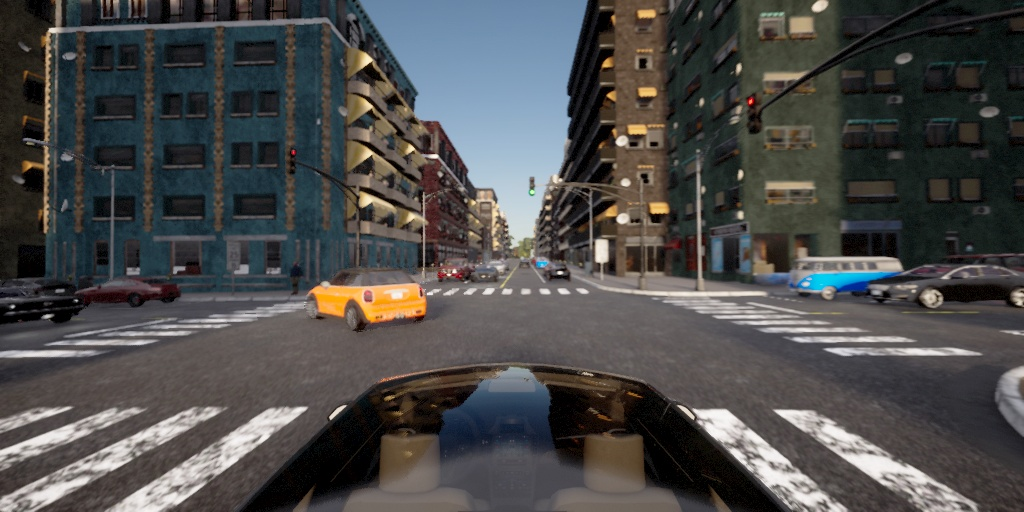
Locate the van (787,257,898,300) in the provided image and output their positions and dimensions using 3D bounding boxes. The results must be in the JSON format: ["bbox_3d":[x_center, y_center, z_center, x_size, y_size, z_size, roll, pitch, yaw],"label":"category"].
[{"bbox_3d":[14.329,0.937,15.542,3.998,1.789,1.690,0,0,2],"label":"van"}]

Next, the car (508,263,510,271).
[{"bbox_3d":[-1.297,1.266,48.704,2.128,1.511,4.902,0,0,2],"label":"car"}]

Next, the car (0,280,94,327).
[{"bbox_3d":[-16.344,1.566,11.045,4.718,1.301,1.895,-1,-1,3],"label":"car"}]

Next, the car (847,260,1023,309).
[{"bbox_3d":[15.663,1.029,12.905,4.902,1.511,2.128,-1,-1,2],"label":"car"}]

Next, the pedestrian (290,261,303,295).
[{"bbox_3d":[-11.849,1.171,19.611,0.375,1.860,0.375,0,0,2],"label":"pedestrian"}]

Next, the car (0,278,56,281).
[{"bbox_3d":[-23.551,1.728,17.140,4.313,1.339,1.948,0,0,2],"label":"car"}]

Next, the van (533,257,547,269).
[{"bbox_3d":[4.691,1.076,56.947,1.690,1.789,3.998,0,0,2],"label":"van"}]

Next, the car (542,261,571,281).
[{"bbox_3d":[3.718,1.298,29.108,1.948,1.339,4.313,0,0,2],"label":"car"}]

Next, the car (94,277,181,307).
[{"bbox_3d":[-18.033,1.660,16.907,4.207,1.307,1.802,0,0,2],"label":"car"}]

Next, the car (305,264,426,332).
[{"bbox_3d":[-4.709,1.154,11.309,4.553,1.767,2.097,-2,-1,43],"label":"car"}]

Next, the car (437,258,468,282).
[{"bbox_3d":[-4.655,1.105,29.440,2.192,1.841,5.009,0,0,2],"label":"car"}]

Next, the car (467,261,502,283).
[{"bbox_3d":[-2.099,1.337,28.665,1.994,1.385,4.181,0,0,1],"label":"car"}]

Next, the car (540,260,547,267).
[{"bbox_3d":[3.913,1.315,34.675,1.802,1.307,4.207,0,0,2],"label":"car"}]

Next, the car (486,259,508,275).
[{"bbox_3d":[-1.729,1.299,38.591,1.812,1.442,4.674,0,0,2],"label":"car"}]

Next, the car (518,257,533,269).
[{"bbox_3d":[2.055,1.260,58.719,1.837,1.490,4.892,0,0,2],"label":"car"}]

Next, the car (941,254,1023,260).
[{"bbox_3d":[19.851,0.830,15.310,5.009,1.841,2.192,0,0,2],"label":"car"}]
